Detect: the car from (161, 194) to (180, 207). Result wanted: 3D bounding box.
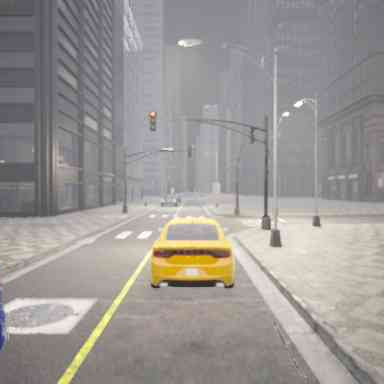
[{"bbox_3d":[-3.093,1.136,45.752,2.097,1.767,4.553,0,0,0],"label":"car"}]

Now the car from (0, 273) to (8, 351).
[{"bbox_3d":[-3.078,1.215,1.353,2.150,2.045,5.566,0,0,0],"label":"car"}]

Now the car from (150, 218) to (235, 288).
[{"bbox_3d":[0.027,1.433,9.129,1.882,1.535,5.008,0,0,1],"label":"car"}]
